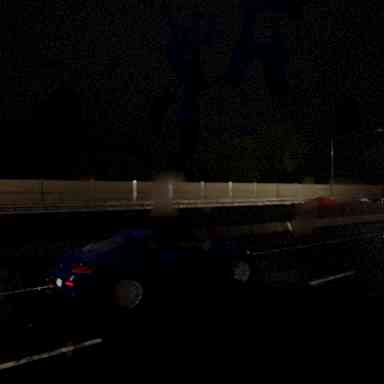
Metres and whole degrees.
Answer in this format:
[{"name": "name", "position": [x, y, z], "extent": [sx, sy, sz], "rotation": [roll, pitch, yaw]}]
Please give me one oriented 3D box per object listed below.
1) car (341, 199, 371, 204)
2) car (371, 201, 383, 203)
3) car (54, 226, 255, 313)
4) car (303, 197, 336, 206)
[{"name": "car", "position": [19.651, 1.473, 39.501], "extent": [4.718, 1.301, 1.895], "rotation": [0, 0, -35]}, {"name": "car", "position": [22.415, 1.395, 37.171], "extent": [4.674, 1.442, 1.812], "rotation": [0, 0, -35]}, {"name": "car", "position": [-0.630, 1.513, 7.597], "extent": [4.674, 1.442, 1.812], "rotation": [0, 0, -36]}, {"name": "car", "position": [15.786, 1.357, 41.044], "extent": [5.008, 1.535, 1.882], "rotation": [0, 0, -35]}]
